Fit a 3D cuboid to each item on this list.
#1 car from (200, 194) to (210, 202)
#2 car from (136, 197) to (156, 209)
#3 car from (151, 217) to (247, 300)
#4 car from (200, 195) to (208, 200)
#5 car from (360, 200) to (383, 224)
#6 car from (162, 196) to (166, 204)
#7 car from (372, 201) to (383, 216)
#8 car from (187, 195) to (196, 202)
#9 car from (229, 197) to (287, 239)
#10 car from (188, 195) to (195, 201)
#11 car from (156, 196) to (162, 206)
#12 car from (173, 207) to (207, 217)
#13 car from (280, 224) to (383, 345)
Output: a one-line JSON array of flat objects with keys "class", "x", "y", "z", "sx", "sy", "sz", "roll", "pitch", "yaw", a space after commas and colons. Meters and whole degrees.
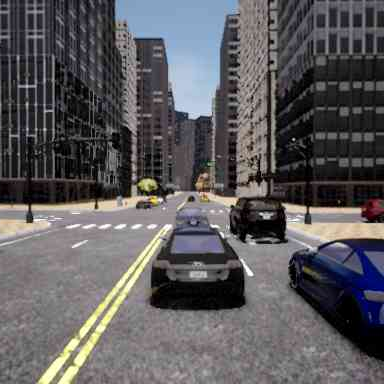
[{"class": "car", "x": 3.111, "y": 1.556, "z": 77.312, "sx": 1.882, "sy": 1.535, "sz": 5.008, "roll": 0, "pitch": 0, "yaw": 0}, {"class": "car", "x": -6.674, "y": 1.627, "z": 46.867, "sx": 1.994, "sy": 1.385, "sz": 4.181, "roll": 0, "pitch": 0, "yaw": 0}, {"class": "car", "x": 0.091, "y": 1.577, "z": 8.478, "sx": 1.994, "sy": 1.385, "sz": 4.181, "roll": 0, "pitch": 0, "yaw": -1}, {"class": "car", "x": 3.092, "y": 1.423, "z": 87.730, "sx": 1.837, "sy": 1.490, "sz": 4.892, "roll": 0, "pitch": 0, "yaw": 0}, {"class": "car", "x": 16.154, "y": 1.574, "z": 26.547, "sx": 5.009, "sy": 1.841, "sz": 2.192, "roll": 1, "pitch": 0, "yaw": 1}, {"class": "car", "x": -6.647, "y": 1.604, "z": 65.244, "sx": 1.812, "sy": 1.442, "sz": 4.674, "roll": 0, "pitch": 0, "yaw": 0}, {"class": "car", "x": 21.748, "y": 1.715, "z": 34.843, "sx": 4.829, "sy": 1.417, "sz": 1.752, "roll": 1, "pitch": 0, "yaw": 1}, {"class": "car", "x": -0.141, "y": 1.587, "z": 78.083, "sx": 1.837, "sy": 1.490, "sz": 4.892, "roll": 0, "pitch": 0, "yaw": 0}, {"class": "car", "x": 3.321, "y": 1.248, "z": 17.613, "sx": 2.150, "sy": 2.045, "sz": 5.566, "roll": 0, "pitch": 0, "yaw": -1}, {"class": "car", "x": -0.159, "y": 1.569, "z": 88.142, "sx": 1.882, "sy": 1.535, "sz": 5.008, "roll": 0, "pitch": 0, "yaw": 0}, {"class": "car", "x": -6.683, "y": 1.548, "z": 55.795, "sx": 1.882, "sy": 1.535, "sz": 5.008, "roll": 0, "pitch": 0, "yaw": 0}, {"class": "car", "x": -0.093, "y": 1.576, "z": 19.044, "sx": 2.033, "sy": 1.411, "sz": 5.357, "roll": 0, "pitch": 0, "yaw": -4}, {"class": "car", "x": 3.343, "y": 1.575, "z": 6.417, "sx": 1.994, "sy": 1.385, "sz": 4.181, "roll": 0, "pitch": 0, "yaw": -1}]
